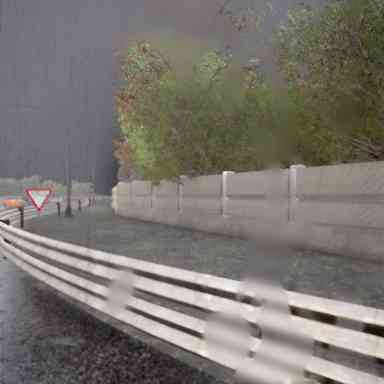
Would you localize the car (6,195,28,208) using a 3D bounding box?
[{"bbox_3d":[-29.985,1.685,56.648,2.097,1.767,4.553,0,0,-17],"label":"car"}]
